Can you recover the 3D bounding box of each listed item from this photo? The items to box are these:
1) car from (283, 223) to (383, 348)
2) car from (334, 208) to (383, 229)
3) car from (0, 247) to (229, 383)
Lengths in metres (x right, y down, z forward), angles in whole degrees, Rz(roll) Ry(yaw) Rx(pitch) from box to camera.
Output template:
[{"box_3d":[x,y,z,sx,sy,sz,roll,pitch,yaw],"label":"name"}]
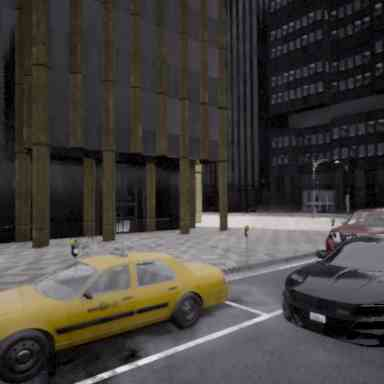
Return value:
[{"box_3d":[3.779,1.610,6.516,5.008,1.535,1.882,1,-2,-40],"label":"car"},{"box_3d":[7.172,1.570,12.786,5.009,1.841,2.192,1,-2,-40],"label":"car"},{"box_3d":[-1.477,1.669,5.637,4.829,1.417,1.752,1,-2,-40],"label":"car"}]
